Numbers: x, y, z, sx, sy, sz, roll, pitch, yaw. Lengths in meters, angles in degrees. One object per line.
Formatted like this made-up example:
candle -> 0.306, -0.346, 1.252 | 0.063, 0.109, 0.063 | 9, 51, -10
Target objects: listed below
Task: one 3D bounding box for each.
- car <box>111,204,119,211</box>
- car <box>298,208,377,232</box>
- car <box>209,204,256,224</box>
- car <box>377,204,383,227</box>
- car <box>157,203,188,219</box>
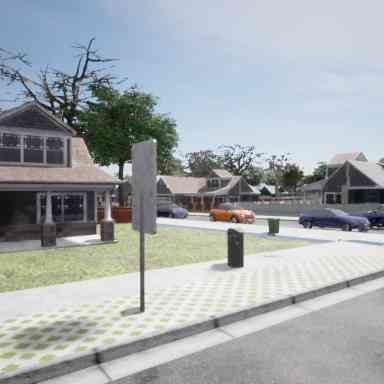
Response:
car -> -11.804, 2.677, 50.560 | 1.837, 1.490, 4.892 | 0, -2, -39
car -> 9.306, 1.817, 22.181 | 1.812, 1.442, 4.674 | 0, -1, -33
car -> 3.620, 1.901, 30.153 | 2.097, 1.767, 4.553 | 0, -1, -36
car -> 13.064, 1.571, 22.095 | 2.097, 1.767, 4.553 | 0, -2, -42
car -> -2.386, 2.155, 38.281 | 2.097, 1.767, 4.553 | 0, -1, -37
